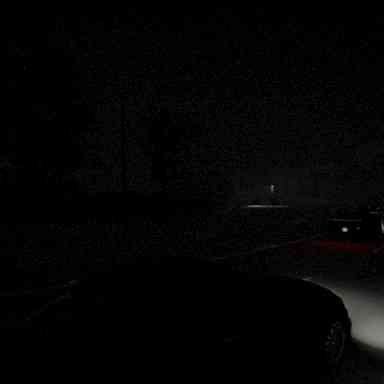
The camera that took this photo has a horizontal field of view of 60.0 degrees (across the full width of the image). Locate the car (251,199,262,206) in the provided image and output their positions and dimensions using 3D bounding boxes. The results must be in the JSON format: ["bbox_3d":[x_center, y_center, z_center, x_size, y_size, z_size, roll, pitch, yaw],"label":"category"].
[{"bbox_3d":[12.619,2.029,65.560,1.994,1.385,4.181,-1,-1,9],"label":"car"}]

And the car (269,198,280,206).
[{"bbox_3d":[16.083,1.969,65.014,2.033,1.411,5.357,-1,-1,9],"label":"car"}]

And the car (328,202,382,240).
[{"bbox_3d":[8.601,1.529,17.422,2.128,1.511,4.902,0,0,37],"label":"car"}]

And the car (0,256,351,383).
[{"bbox_3d":[0.035,1.527,3.922,4.674,1.442,1.812,0,0,-38],"label":"car"}]

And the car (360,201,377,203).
[{"bbox_3d":[16.252,1.585,30.801,2.128,1.511,4.902,-1,0,22],"label":"car"}]
